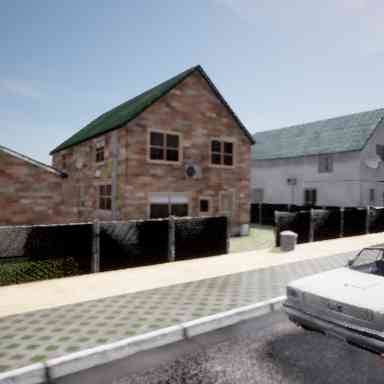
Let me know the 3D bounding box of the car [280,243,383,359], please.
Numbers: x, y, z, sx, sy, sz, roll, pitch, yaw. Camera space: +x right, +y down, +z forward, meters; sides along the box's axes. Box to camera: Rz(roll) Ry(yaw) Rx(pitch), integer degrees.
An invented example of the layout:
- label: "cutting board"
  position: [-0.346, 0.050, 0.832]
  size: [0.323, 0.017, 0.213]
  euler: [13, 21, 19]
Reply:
- label: "car"
  position: [3.700, 1.614, 5.707]
  size: [4.718, 1.301, 1.895]
  euler: [0, 0, -35]
